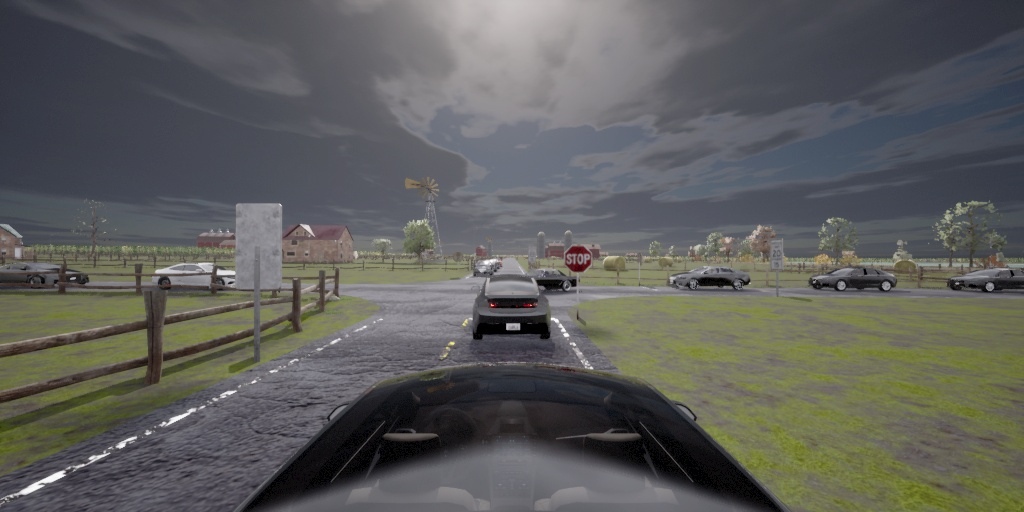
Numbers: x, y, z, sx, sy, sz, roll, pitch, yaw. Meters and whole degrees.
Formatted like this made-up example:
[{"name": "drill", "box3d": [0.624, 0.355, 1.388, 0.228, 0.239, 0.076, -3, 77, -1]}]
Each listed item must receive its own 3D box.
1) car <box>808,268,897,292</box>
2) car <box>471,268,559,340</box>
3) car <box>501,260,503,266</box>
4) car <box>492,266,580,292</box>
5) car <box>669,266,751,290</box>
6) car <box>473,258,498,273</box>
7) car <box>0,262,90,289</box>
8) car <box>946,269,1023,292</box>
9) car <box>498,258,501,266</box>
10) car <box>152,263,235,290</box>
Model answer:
[{"name": "car", "box3d": [22.199, 1.499, 23.485, 4.892, 1.490, 1.837, 1, -1, -1]}, {"name": "car", "box3d": [-0.074, 1.256, 10.038, 1.837, 1.490, 4.892, 0, 0, -2]}, {"name": "car", "box3d": [-2.823, 1.240, 55.712, 2.128, 1.511, 4.902, 0, 0, 0]}, {"name": "car", "box3d": [1.499, 1.369, 20.084, 4.718, 1.301, 1.895, 1, 0, -35]}, {"name": "car", "box3d": [12.797, 1.396, 23.313, 4.902, 1.511, 2.128, 1, -1, -2]}, {"name": "car", "box3d": [-2.861, 1.243, 36.725, 2.128, 1.511, 4.902, 0, 0, 0]}, {"name": "car", "box3d": [-26.364, 1.048, 19.872, 4.181, 1.385, 1.994, 1, -1, -1]}, {"name": "car", "box3d": [31.702, 1.586, 23.606, 4.892, 1.490, 1.837, 1, -1, -1]}, {"name": "car", "box3d": [-2.854, 1.241, 46.170, 2.128, 1.511, 4.902, 0, 0, 0]}, {"name": "car", "box3d": [-17.244, 1.104, 19.994, 4.674, 1.442, 1.812, 1, -1, -1]}]
